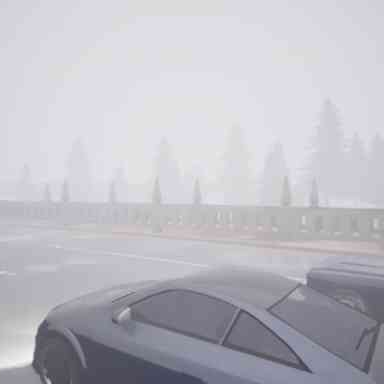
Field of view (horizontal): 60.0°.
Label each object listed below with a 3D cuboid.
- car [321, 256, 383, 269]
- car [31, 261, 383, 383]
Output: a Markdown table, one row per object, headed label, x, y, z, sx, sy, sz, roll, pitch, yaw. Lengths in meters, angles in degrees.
| label | x | y | z | sx | sy | sz | roll | pitch | yaw |
| --- | --- | --- | --- | --- | --- | --- | --- | --- | --- |
| car | 4.217 | 1.573 | 5.156 | 4.718 | 1.301 | 1.895 | 0 | 0 | 36 |
| car | 0.150 | 1.545 | 3.627 | 4.181 | 1.385 | 1.994 | 0 | 0 | 34 |
